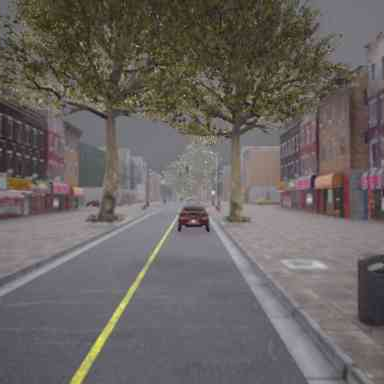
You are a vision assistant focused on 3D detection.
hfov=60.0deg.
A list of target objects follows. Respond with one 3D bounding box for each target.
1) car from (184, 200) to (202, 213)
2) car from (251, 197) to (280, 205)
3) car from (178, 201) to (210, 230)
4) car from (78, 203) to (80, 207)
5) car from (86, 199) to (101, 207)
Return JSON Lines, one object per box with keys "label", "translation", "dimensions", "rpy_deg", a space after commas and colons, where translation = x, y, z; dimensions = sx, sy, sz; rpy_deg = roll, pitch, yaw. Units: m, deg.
{"label": "car", "translation": [0.096, 1.670, 38.541], "dimensions": [1.994, 1.385, 4.181], "rpy_deg": [0, 0, 0]}
{"label": "car", "translation": [12.159, 1.520, 54.280], "dimensions": [4.829, 1.417, 1.752], "rpy_deg": [-1, -1, 0]}
{"label": "car", "translation": [0.096, 1.520, 21.270], "dimensions": [1.882, 1.535, 5.008], "rpy_deg": [0, 0, 0]}
{"label": "car", "translation": [-20.396, 1.795, 54.059], "dimensions": [4.097, 1.590, 1.967], "rpy_deg": [-1, -1, 0]}
{"label": "car", "translation": [-14.854, 1.835, 54.095], "dimensions": [4.507, 1.381, 1.887], "rpy_deg": [-1, -1, 0]}
